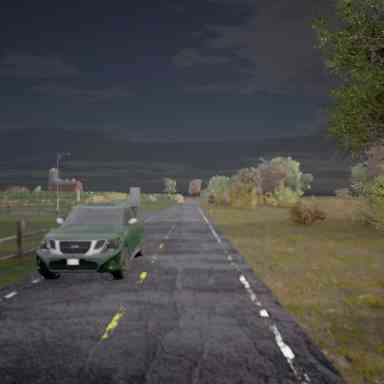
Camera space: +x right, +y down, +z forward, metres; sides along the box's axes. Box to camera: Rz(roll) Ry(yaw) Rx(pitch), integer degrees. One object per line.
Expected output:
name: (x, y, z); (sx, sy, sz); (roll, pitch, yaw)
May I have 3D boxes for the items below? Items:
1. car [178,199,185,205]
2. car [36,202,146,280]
car: (-2.760, 2.679, 87.738); (1.882, 1.535, 5.008); (0, -1, 0)
car: (-2.852, 1.358, 10.747); (2.150, 2.045, 5.566); (0, -1, 0)
